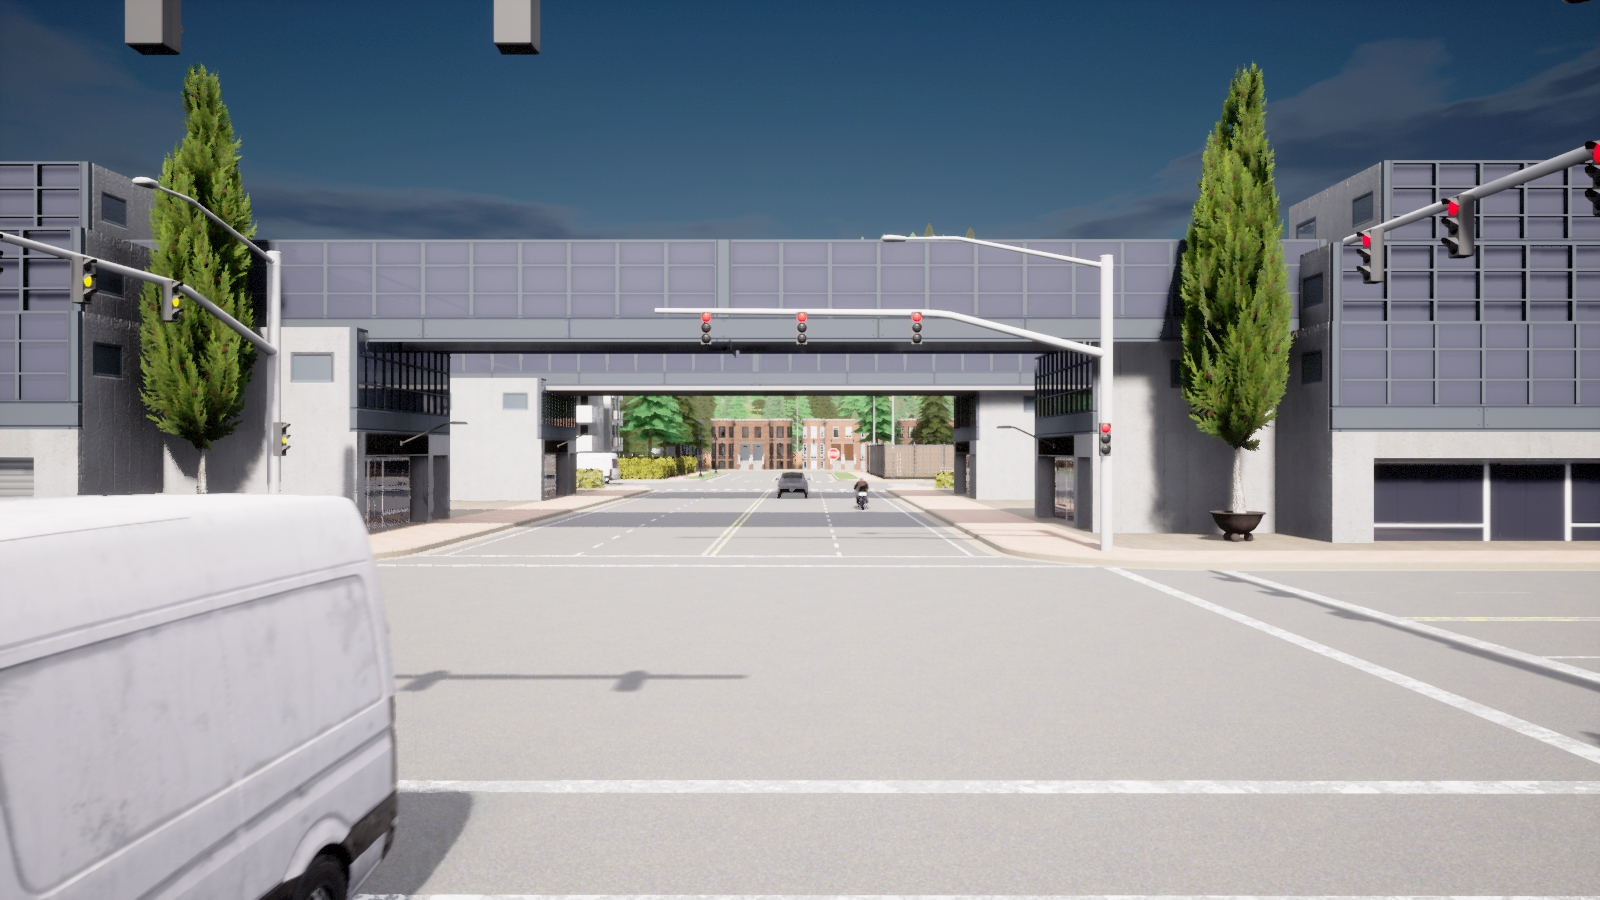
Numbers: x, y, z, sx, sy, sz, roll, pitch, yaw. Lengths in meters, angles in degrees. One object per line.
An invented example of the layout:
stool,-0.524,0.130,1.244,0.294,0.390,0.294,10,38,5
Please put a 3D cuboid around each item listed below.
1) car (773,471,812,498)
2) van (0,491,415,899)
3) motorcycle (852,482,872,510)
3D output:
car,-0.424,2.061,68.850,2.231,1.480,4.892,0,0,0
van,-3.499,1.534,4.150,1.988,2.561,5.915,0,0,2
motorcycle,2.954,2.205,54.726,0.867,1.251,2.209,0,0,1
